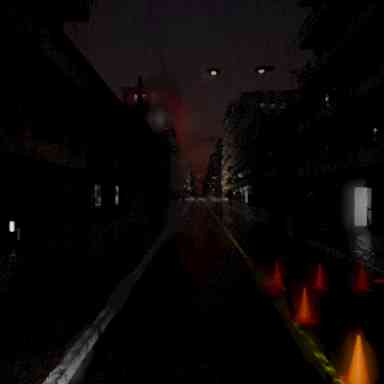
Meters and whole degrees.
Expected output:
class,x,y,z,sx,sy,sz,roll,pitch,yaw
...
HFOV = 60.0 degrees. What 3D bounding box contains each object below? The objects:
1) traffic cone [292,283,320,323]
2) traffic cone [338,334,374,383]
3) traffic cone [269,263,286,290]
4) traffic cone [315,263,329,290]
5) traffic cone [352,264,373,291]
class,x,y,z,sx,sy,sz,roll,pitch,yaw
traffic cone,2.008,1.982,5.934,0.340,0.580,0.340,1,0,1
traffic cone,1.973,1.979,3.935,0.340,0.580,0.340,1,0,1
traffic cone,2.043,1.985,7.934,0.340,0.580,0.340,1,0,1
traffic cone,3.043,1.995,7.917,0.340,0.580,0.340,1,0,1
traffic cone,4.043,2.006,7.899,0.340,0.580,0.340,1,0,1
